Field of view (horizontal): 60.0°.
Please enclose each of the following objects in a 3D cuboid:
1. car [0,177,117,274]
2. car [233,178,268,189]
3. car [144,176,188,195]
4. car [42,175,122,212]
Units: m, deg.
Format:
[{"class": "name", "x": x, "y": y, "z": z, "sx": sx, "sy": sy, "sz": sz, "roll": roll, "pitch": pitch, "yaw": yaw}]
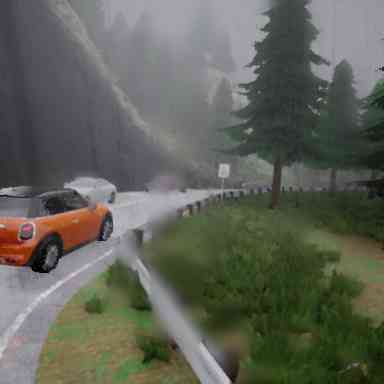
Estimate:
[{"class": "car", "x": -3.731, "y": 0.637, "z": 8.678, "sx": 2.097, "sy": 1.767, "sz": 4.553, "roll": 5, "pitch": 5, "yaw": 8}, {"class": "car", "x": 6.671, "y": -0.878, "z": 37.521, "sx": 4.181, "sy": 1.385, "sz": 1.994, "roll": -1, "pitch": 4, "yaw": -34}, {"class": "car", "x": -2.048, "y": -0.628, "z": 27.697, "sx": 1.812, "sy": 1.442, "sz": 4.674, "roll": 5, "pitch": 5, "yaw": 30}, {"class": "car", "x": -5.529, "y": -0.052, "z": 17.469, "sx": 1.812, "sy": 1.442, "sz": 4.674, "roll": 5, "pitch": 5, "yaw": 12}]
